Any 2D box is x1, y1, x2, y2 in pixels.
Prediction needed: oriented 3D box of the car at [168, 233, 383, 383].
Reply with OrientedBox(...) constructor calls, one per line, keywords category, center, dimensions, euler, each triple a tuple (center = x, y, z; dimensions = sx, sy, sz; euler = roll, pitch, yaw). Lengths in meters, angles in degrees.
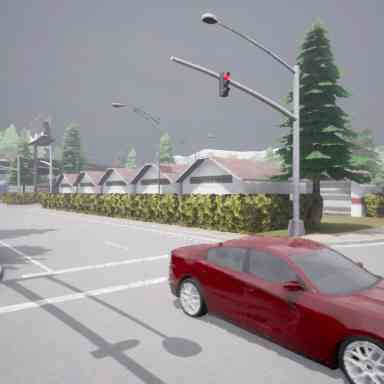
OrientedBox(category="car", center=(1.592, 1.525, 5.416), dimensions=(1.882, 1.535, 5.008), euler=(0, 1, -40))
